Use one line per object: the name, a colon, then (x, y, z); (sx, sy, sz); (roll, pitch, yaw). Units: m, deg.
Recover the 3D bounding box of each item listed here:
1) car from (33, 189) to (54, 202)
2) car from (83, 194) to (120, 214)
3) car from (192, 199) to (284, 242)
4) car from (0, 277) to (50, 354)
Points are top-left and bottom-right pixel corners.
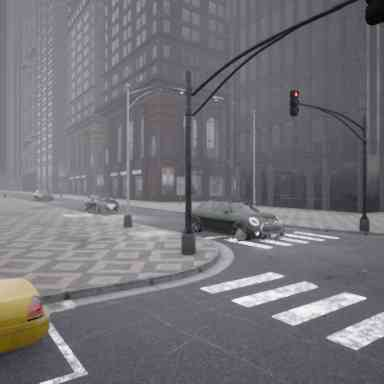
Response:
car: (-21.186, 0.445, 47.444); (2.097, 1.767, 4.553); (0, 1, -35)
car: (-7.906, 0.983, 28.789); (2.128, 1.511, 4.902); (0, 1, -36)
car: (1.966, 1.155, 15.371); (2.097, 1.767, 4.553); (0, 1, -38)
car: (-4.223, 1.526, 3.641); (4.829, 1.417, 1.752); (0, 0, -35)
